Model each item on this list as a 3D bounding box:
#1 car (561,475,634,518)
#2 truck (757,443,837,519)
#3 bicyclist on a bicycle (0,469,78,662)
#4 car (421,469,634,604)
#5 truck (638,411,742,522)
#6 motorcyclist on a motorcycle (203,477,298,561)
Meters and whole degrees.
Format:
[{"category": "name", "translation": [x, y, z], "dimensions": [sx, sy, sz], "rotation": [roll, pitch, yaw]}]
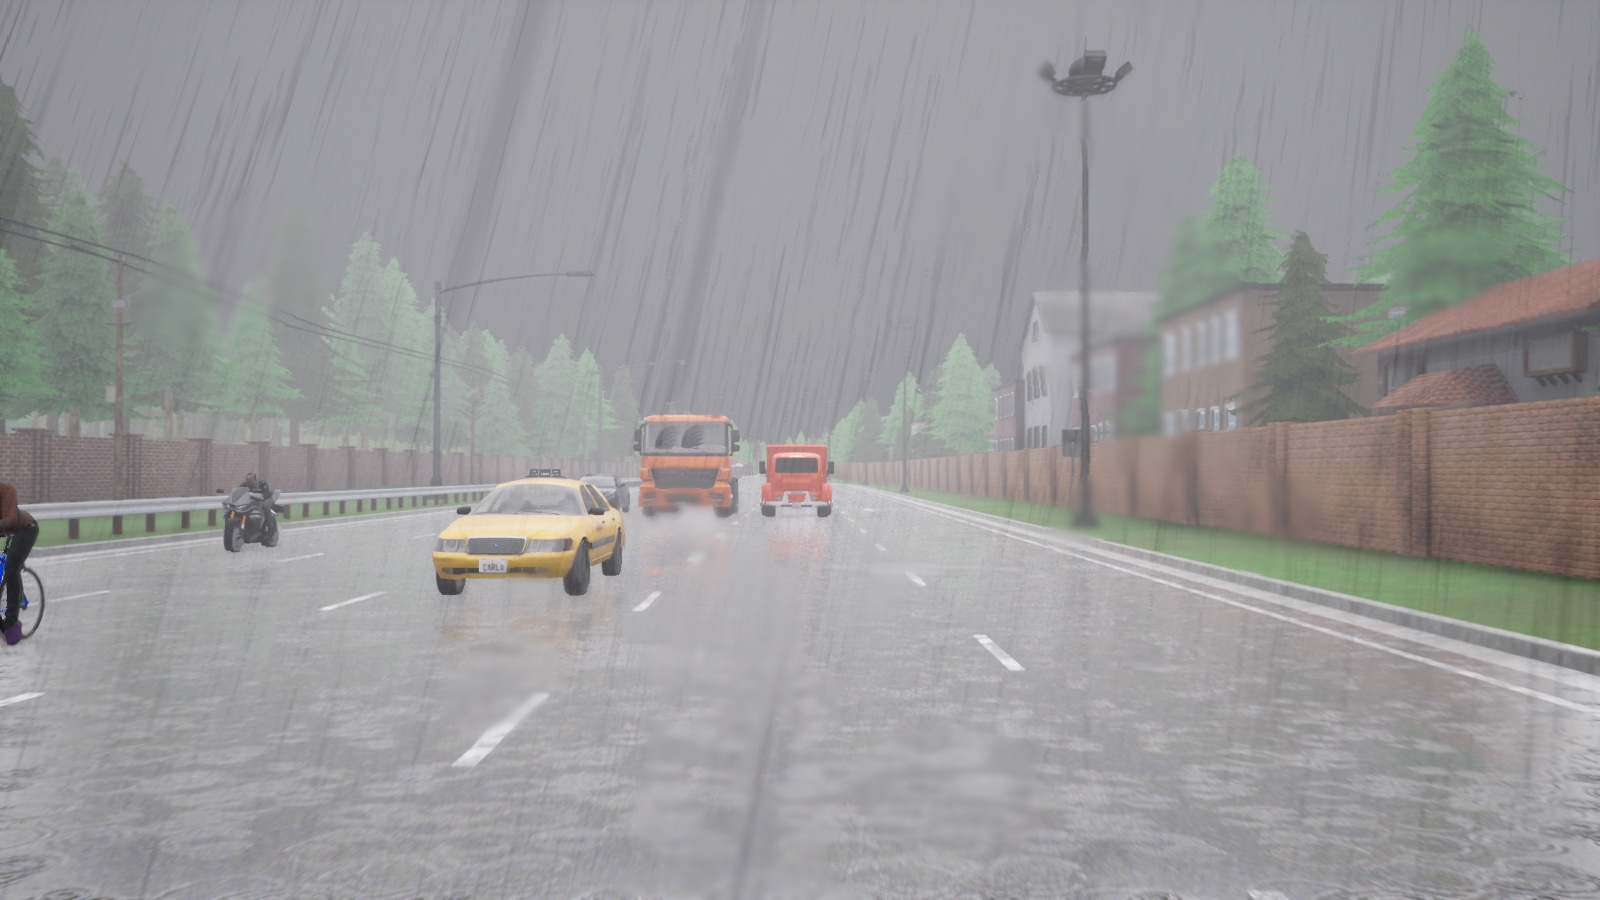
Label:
[{"category": "car", "translation": [-7.111, 1.614, 44.506], "dimensions": [1.812, 1.442, 4.674], "rotation": [0, -1, 0]}, {"category": "truck", "translation": [-0.112, 1.063, 43.914], "dimensions": [2.627, 2.467, 5.204], "rotation": [0, -1, 0]}, {"category": "bicyclist on a bicycle", "translation": [-7.028, 0.978, 10.879], "dimensions": [0.582, 1.620, 1.656], "rotation": [0, -1, 0]}, {"category": "car", "translation": [-3.544, 1.059, 17.377], "dimensions": [1.801, 1.575, 5.366], "rotation": [0, -1, 0]}, {"category": "truck", "translation": [-3.612, 0.570, 43.168], "dimensions": [2.891, 3.462, 7.936], "rotation": [0, -1, 0]}, {"category": "motorcyclist on a motorcycle", "translation": [-10.561, 1.298, 24.233], "dimensions": [0.866, 1.530, 2.191], "rotation": [0, -1, 0]}]
